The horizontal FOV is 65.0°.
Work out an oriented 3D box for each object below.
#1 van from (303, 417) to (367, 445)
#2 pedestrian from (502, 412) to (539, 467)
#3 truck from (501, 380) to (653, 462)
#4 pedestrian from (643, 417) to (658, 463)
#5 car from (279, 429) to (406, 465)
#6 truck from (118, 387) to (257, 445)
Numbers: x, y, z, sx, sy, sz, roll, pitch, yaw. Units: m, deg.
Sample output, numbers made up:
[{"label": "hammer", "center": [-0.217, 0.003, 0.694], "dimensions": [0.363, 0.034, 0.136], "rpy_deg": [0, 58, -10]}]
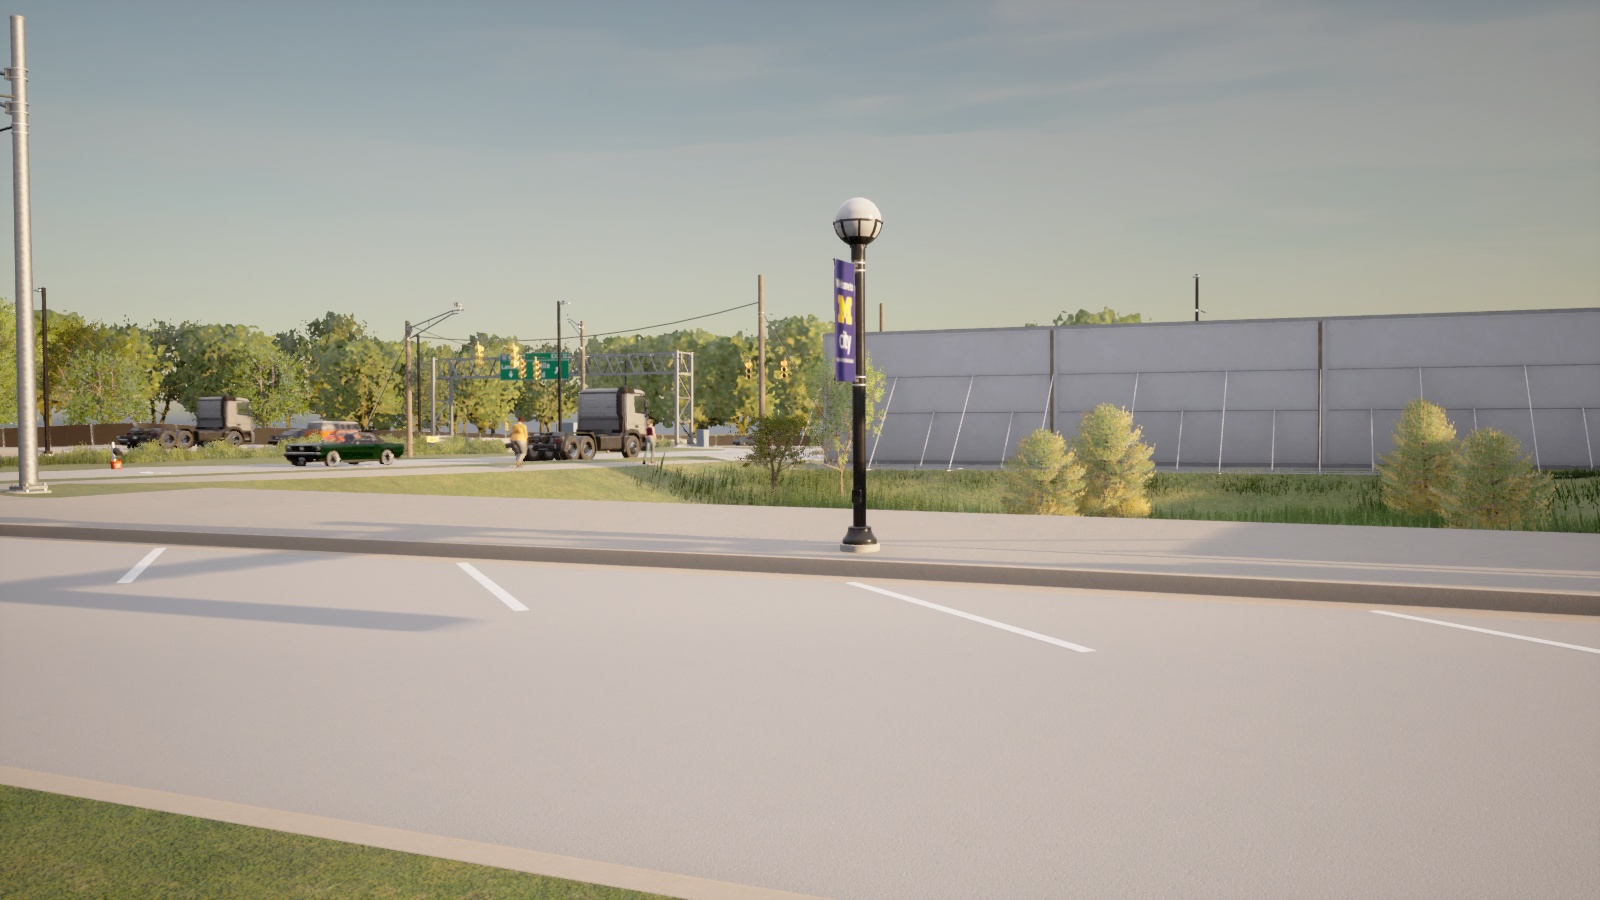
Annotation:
[{"label": "van", "center": [-33.601, -1.340, 90.872], "dimensions": [1.775, 1.987, 4.442], "rpy_deg": [1, 0, 23]}, {"label": "pedestrian", "center": [-9.632, -0.368, 43.236], "dimensions": [0.874, 1.855, 0.900], "rpy_deg": [1, 2, 21]}, {"label": "truck", "center": [-9.985, -1.306, 57.263], "dimensions": [2.891, 3.462, 7.936], "rpy_deg": [1, 1, 24]}, {"label": "pedestrian", "center": [-6.106, -0.411, 51.315], "dimensions": [0.345, 1.836, 0.594], "rpy_deg": [1, 2, 22]}, {"label": "car", "center": [-17.568, -0.149, 48.447], "dimensions": [1.895, 1.301, 4.718], "rpy_deg": [1, 1, 23]}, {"label": "truck", "center": [-38.472, -2.062, 79.184], "dimensions": [2.891, 3.462, 7.936], "rpy_deg": [1, 0, 23]}]
